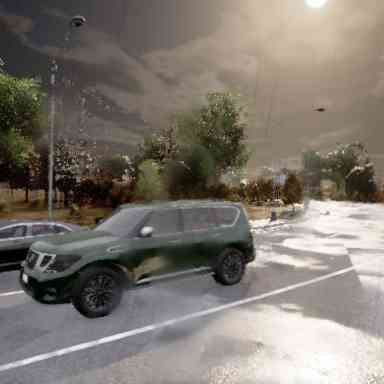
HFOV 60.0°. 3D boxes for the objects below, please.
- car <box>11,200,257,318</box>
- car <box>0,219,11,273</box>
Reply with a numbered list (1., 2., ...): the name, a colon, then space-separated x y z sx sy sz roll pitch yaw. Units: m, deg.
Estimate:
1. car: -0.886 1.238 7.838 5.566 2.045 2.150 0 0 -38
2. car: -4.948 1.513 9.207 4.902 1.511 2.128 0 0 -37
